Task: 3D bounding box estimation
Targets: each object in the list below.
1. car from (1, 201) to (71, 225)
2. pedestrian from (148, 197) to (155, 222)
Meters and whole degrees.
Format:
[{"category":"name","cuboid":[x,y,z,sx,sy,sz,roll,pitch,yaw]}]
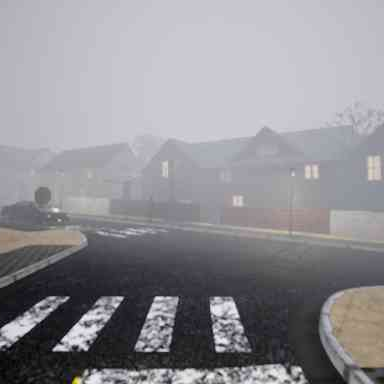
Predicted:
[{"category":"car","cuboid":[-10.478,1.309,22.131,5.357,1.411,2.033,2,-1,32]},{"category":"pedestrian","cuboid":[-3.016,1.232,24.350,0.375,1.860,0.375,-1,-5,32]}]
